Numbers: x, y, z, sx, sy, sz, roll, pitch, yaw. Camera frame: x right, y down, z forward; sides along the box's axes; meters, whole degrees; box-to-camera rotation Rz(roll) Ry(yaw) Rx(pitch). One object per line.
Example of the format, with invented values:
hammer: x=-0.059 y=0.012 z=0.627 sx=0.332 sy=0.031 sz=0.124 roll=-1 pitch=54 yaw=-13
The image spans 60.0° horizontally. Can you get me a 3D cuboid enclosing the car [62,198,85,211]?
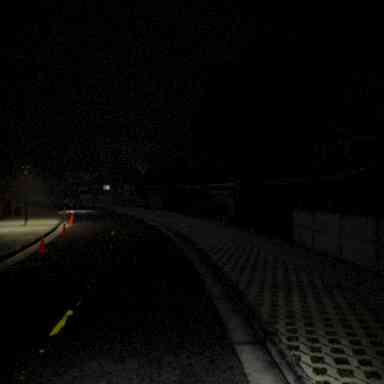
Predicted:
car: x=-14.674 y=1.468 z=40.967 sx=1.812 sy=1.442 sz=4.674 roll=0 pitch=0 yaw=-34

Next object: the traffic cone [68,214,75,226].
traffic cone: x=-7.938 y=1.928 z=21.943 sx=0.340 sy=0.580 sz=0.340 roll=0 pitch=0 yaw=-17

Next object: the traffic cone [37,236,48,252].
traffic cone: x=-5.631 y=1.944 z=12.534 sx=0.340 sy=0.580 sz=0.340 roll=0 pitch=0 yaw=-10

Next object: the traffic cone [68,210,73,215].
traffic cone: x=-9.523 y=1.922 z=26.521 sx=0.340 sy=0.580 sz=0.340 roll=0 pitch=0 yaw=-21

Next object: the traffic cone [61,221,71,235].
traffic cone: x=-6.639 y=1.936 z=17.274 sx=0.340 sy=0.580 sz=0.340 roll=0 pitch=0 yaw=-14

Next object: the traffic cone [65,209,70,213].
traffic cone: x=-11.390 y=1.916 z=30.994 sx=0.340 sy=0.580 sz=0.340 roll=0 pitch=0 yaw=-24

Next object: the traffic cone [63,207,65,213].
traffic cone: x=-13.529 y=1.911 z=35.341 sx=0.340 sy=0.580 sz=0.340 roll=0 pitch=0 yaw=-28
